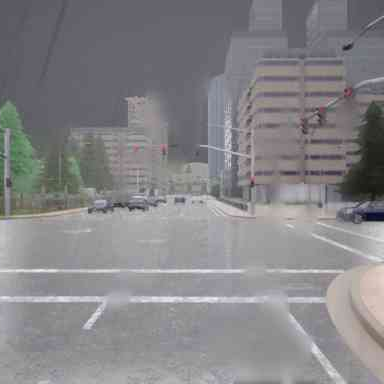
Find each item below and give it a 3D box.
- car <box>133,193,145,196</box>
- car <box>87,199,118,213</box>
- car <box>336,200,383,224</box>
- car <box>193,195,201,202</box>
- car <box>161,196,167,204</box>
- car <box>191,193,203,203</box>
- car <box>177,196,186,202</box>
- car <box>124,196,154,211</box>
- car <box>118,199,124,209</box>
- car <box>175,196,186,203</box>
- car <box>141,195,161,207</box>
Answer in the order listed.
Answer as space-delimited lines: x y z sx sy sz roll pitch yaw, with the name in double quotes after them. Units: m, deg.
-9.616 1.222 60.170 2.150 2.045 5.566 0 0 1 "car"
-9.854 1.526 36.417 1.812 1.442 4.674 0 0 1 "car"
12.943 1.352 24.092 4.553 1.767 2.097 0 0 1 "car"
1.117 1.521 76.625 1.812 1.442 4.674 0 0 1 "car"
-6.036 1.477 65.166 1.882 1.535 5.008 0 0 1 "car"
1.024 1.221 66.939 2.150 2.045 5.566 0 0 1 "car"
-2.382 1.593 76.688 1.895 1.301 4.718 0 0 1 "car"
-6.333 1.547 40.295 2.033 1.411 5.357 0 0 1 "car"
-9.781 1.601 45.517 1.895 1.301 4.718 0 0 1 "car"
-2.472 1.477 67.289 1.882 1.535 5.008 0 0 1 "car"
-6.240 1.564 49.547 1.994 1.385 4.181 0 0 0 "car"
